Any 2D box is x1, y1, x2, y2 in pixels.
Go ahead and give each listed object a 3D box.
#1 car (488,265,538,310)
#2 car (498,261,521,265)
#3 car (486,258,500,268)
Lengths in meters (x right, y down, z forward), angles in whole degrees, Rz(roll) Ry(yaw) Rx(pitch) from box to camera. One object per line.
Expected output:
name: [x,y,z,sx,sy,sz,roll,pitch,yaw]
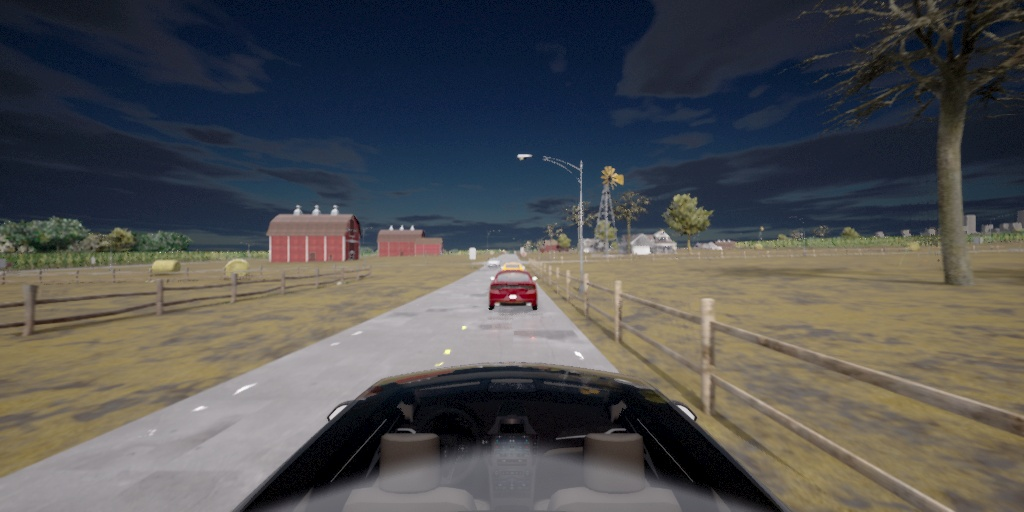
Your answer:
car: [0.066,1.322,15.409,1.882,1.535,5.008,0,0,1]
car: [0.073,1.307,30.310,1.882,1.535,5.008,0,1,1]
car: [-2.766,1.010,55.052,1.812,1.442,4.674,0,1,1]
